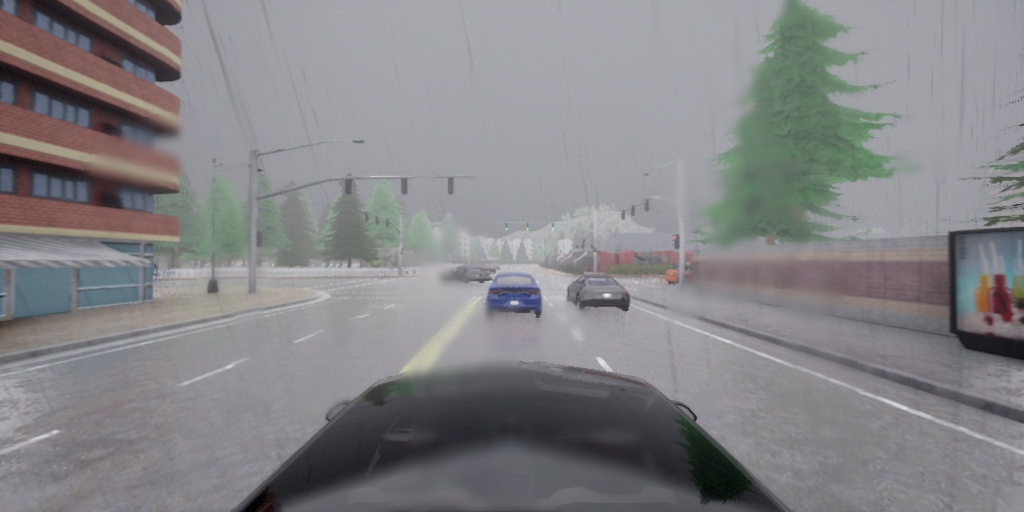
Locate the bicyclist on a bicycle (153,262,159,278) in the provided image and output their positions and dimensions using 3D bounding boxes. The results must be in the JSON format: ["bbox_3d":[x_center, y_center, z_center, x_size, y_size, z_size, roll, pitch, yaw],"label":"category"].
[{"bbox_3d":[-35.241,1.414,35.368,0.582,1.620,1.656,0,-1,-28],"label":"bicyclist on a bicycle"}]

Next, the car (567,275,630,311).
[{"bbox_3d":[3.591,1.486,15.524,1.994,1.385,4.181,0,-1,0],"label":"car"}]

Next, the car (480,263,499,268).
[{"bbox_3d":[-3.568,1.926,57.710,1.882,1.535,5.008,0,-1,0],"label":"car"}]

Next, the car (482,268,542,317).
[{"bbox_3d":[0.086,1.380,13.930,1.882,1.535,5.008,0,-1,0],"label":"car"}]

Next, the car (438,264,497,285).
[{"bbox_3d":[-4.055,1.634,30.225,2.033,1.411,5.357,1,-1,-45],"label":"car"}]

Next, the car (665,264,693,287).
[{"bbox_3d":[14.102,1.362,27.051,4.553,1.767,2.097,0,-1,-2],"label":"car"}]
